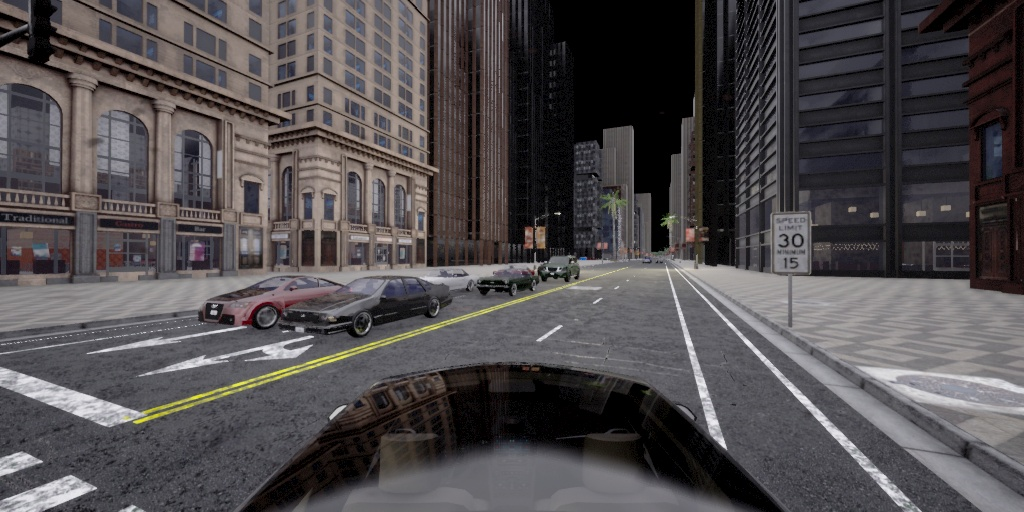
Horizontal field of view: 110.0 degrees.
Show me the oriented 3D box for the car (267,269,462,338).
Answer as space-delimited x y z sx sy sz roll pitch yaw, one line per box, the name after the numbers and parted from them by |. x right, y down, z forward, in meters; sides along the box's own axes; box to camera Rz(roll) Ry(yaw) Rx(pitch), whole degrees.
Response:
-3.834 1.299 10.669 2.033 1.411 5.357 0 0 23 | car

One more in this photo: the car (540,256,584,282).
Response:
4.065 0.987 29.354 2.150 2.045 5.566 0 0 23 | car

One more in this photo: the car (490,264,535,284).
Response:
0.191 1.364 28.545 1.895 1.301 4.718 0 0 23 | car

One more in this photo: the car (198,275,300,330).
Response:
-7.092 1.316 11.297 1.994 1.385 4.181 0 0 23 | car

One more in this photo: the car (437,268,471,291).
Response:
-3.687 1.357 19.370 1.895 1.301 4.718 0 0 23 | car

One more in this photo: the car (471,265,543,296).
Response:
-0.102 1.358 19.502 1.895 1.301 4.718 0 0 23 | car
